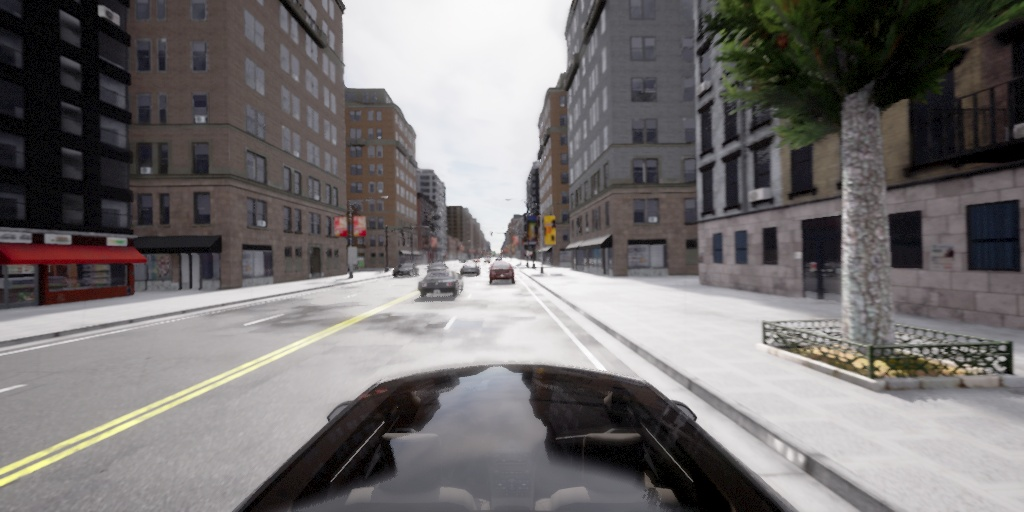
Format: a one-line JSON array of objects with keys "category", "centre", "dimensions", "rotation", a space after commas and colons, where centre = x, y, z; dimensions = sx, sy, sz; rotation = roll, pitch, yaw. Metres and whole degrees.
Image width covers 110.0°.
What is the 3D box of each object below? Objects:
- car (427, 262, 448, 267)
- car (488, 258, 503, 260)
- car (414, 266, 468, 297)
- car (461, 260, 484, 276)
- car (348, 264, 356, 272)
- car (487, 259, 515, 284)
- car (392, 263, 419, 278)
[{"category": "car", "centre": [-7.804, 1.407, 37.986], "dimensions": [1.837, 1.490, 4.892], "rotation": [-1, 0, -2]}, {"category": "car", "centre": [-1.234, 1.249, 37.371], "dimensions": [1.882, 1.535, 5.008], "rotation": [-1, 0, -2]}, {"category": "car", "centre": [-3.721, 1.424, 19.599], "dimensions": [1.895, 1.301, 4.718], "rotation": [-1, 0, -2]}, {"category": "car", "centre": [-4.438, 1.398, 38.807], "dimensions": [1.994, 1.385, 4.181], "rotation": [-1, 0, -2]}, {"category": "car", "centre": [-27.364, 1.864, 57.718], "dimensions": [4.313, 1.339, 1.948], "rotation": [0, 0, -2]}, {"category": "car", "centre": [-0.777, 1.242, 27.804], "dimensions": [1.882, 1.535, 5.008], "rotation": [-1, 0, -2]}, {"category": "car", "centre": [-11.043, 1.472, 37.551], "dimensions": [1.837, 1.490, 4.892], "rotation": [-1, 0, -2]}]
